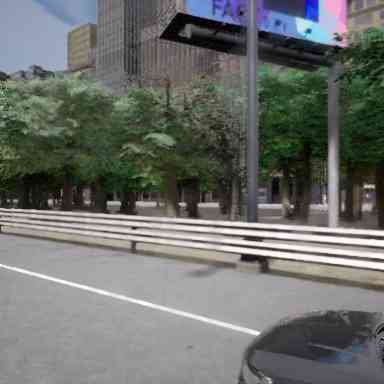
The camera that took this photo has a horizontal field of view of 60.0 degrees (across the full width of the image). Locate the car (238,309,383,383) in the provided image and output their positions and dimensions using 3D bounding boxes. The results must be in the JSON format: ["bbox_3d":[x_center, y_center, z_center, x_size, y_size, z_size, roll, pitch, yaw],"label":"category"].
[{"bbox_3d":[2.647,1.505,2.104,4.892,1.490,1.837,0,0,36],"label":"car"}]
